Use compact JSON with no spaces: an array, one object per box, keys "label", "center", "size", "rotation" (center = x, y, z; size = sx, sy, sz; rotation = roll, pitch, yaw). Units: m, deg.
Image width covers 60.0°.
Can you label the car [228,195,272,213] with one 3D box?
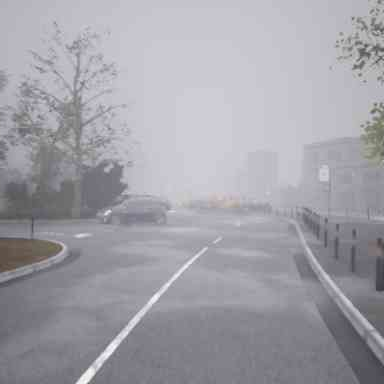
[{"label":"car","center":[7.016,1.510,38.622],"size":[4.553,1.767,2.185],"rotation":[1,-1,-24]}]

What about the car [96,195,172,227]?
[{"label":"car","center":[-4.052,1.299,22.419],"size":[4.553,1.767,2.097],"rotation":[0,0,-32]}]

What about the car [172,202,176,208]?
[{"label":"car","center":[-5.005,1.300,35.586],"size":[5.566,2.045,2.435],"rotation":[1,-1,-24]}]

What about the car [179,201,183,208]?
[{"label":"car","center":[0.808,1.764,52.475],"size":[4.553,1.767,2.185],"rotation":[1,-2,-24]}]

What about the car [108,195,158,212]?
[{"label":"car","center":[-7.250,1.373,40.565],"size":[5.566,2.045,2.435],"rotation":[1,-1,-24]}]

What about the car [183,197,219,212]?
[{"label":"car","center":[1.084,1.687,42.397],"size":[2.128,1.511,4.902],"rotation":[1,-1,-23]}]

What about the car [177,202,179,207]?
[{"label":"car","center":[-0.181,1.963,55.224],"size":[5.366,1.575,1.946],"rotation":[1,-2,-24]}]

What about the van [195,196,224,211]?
[{"label":"van","center":[1.966,1.598,49.669],"size":[4.442,1.987,1.878],"rotation":[1,-1,-24]}]
